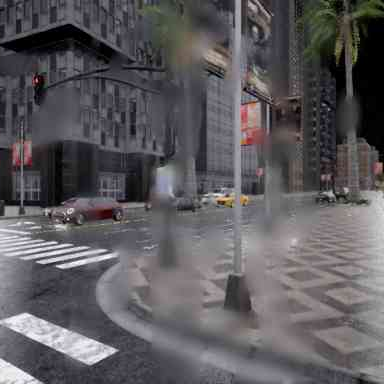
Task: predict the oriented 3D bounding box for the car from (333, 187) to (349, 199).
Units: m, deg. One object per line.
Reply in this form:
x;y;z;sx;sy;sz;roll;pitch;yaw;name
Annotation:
23.720;0.232;52.739;2.150;2.045;5.566;0;1;36;car

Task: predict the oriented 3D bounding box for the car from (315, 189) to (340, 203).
17.858;0.677;44.459;1.837;1.490;4.892;0;1;35;car

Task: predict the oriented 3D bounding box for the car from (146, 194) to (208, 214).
-1.182;1.104;29.182;2.033;1.411;5.357;0;1;35;car

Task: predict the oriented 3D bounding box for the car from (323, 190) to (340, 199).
25.807;0.353;61.297;1.882;1.535;5.008;0;1;36;car

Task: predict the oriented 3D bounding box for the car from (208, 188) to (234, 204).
3.510;0.555;41.395;2.150;2.045;5.566;0;1;35;car

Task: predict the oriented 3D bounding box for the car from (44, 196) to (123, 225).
-6.659;1.075;21.450;2.097;1.767;4.553;0;1;35;car

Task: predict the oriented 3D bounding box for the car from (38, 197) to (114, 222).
-8.423;1.182;24.563;2.128;1.511;4.902;0;1;36;car

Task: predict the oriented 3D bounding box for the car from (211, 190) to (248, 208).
4.525;0.864;37.220;1.882;1.535;5.008;0;1;35;car
